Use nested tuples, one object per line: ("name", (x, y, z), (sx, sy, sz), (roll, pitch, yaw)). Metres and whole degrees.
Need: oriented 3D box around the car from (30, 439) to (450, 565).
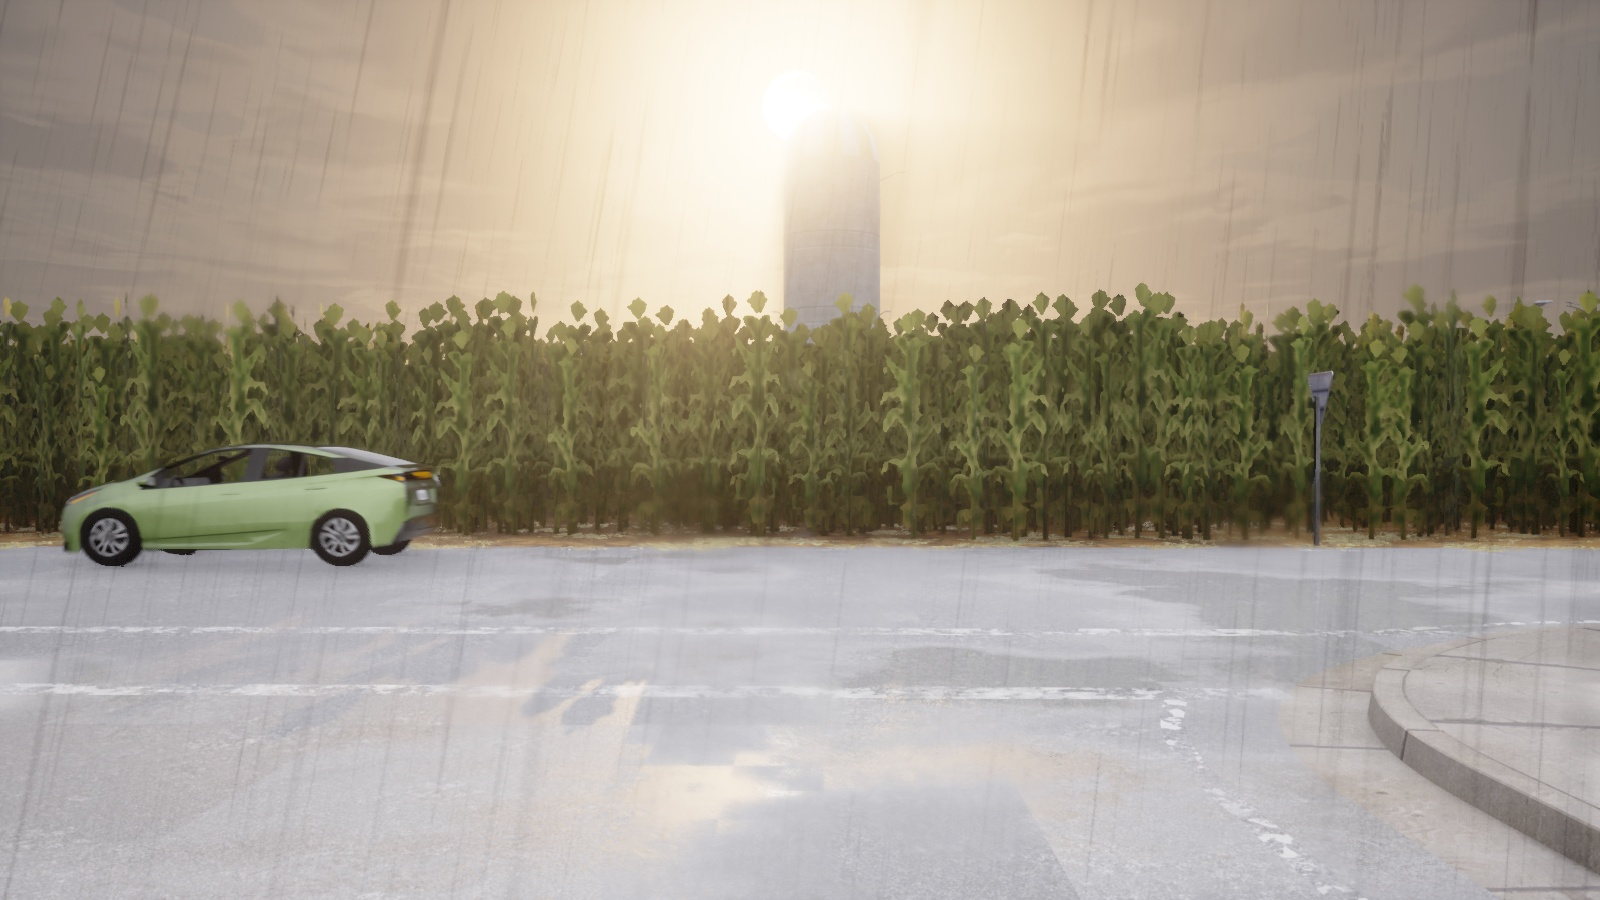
("car", (-7.064, 0.623, 16.196), (4.514, 1.525, 2.007), (0, 0, 1))
